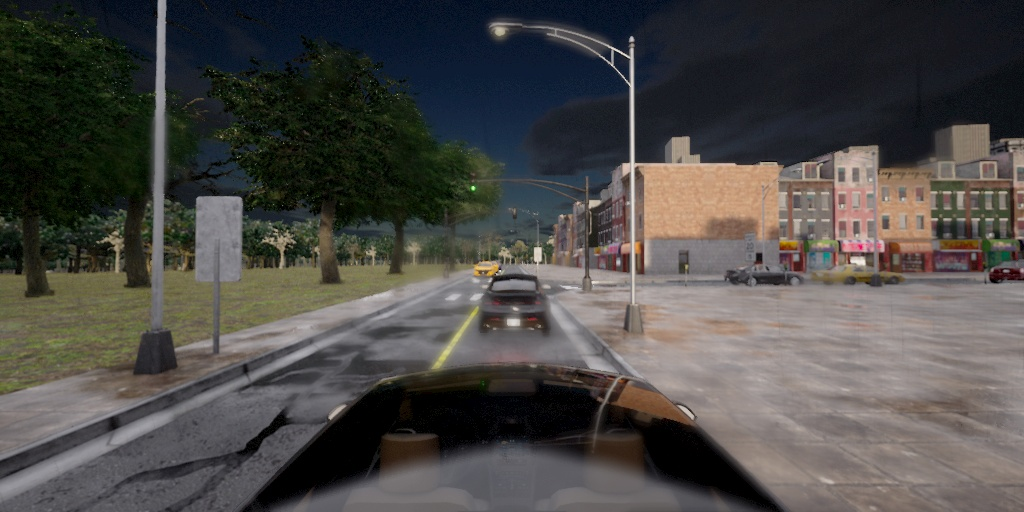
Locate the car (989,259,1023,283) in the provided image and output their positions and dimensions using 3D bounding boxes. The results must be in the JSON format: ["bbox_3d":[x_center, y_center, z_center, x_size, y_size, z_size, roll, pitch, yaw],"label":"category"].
[{"bbox_3d":[32.554,0.946,22.195,4.097,1.591,1.967,0,0,0],"label":"car"}]

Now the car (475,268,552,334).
[{"bbox_3d":[0.119,1.282,10.714,1.837,1.490,4.892,0,0,2],"label":"car"}]

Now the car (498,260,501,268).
[{"bbox_3d":[-2.738,1.430,46.625,1.882,1.535,5.008,0,0,0],"label":"car"}]

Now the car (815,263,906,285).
[{"bbox_3d":[21.376,1.114,22.150,4.829,1.417,1.751,0,0,0],"label":"car"}]

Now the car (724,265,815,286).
[{"bbox_3d":[15.532,1.184,22.126,4.403,1.370,2.007,0,0,0],"label":"car"}]

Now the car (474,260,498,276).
[{"bbox_3d":[-2.762,1.364,37.089,1.882,1.535,5.008,0,0,0],"label":"car"}]
